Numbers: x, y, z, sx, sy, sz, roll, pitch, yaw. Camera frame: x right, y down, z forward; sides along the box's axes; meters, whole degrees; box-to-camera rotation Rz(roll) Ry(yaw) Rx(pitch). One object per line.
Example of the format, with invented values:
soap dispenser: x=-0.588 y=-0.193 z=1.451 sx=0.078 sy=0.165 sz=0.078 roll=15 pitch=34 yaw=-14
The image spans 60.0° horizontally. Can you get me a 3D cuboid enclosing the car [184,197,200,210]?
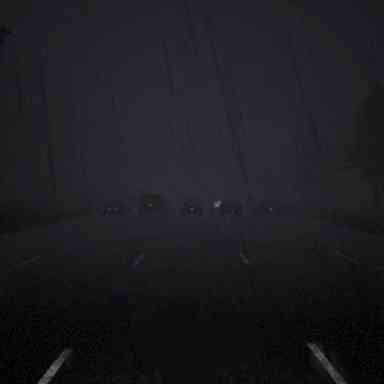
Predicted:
car: x=0.014 y=1.429 z=42.580 sx=1.837 sy=1.490 sz=4.892 roll=0 pitch=1 yaw=0

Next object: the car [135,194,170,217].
car: x=-3.498 y=1.167 z=30.531 sx=2.150 sy=2.045 sz=5.566 roll=0 pitch=0 yaw=0

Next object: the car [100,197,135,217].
car: x=-6.997 y=1.491 z=30.649 sx=2.033 sy=1.411 sz=5.357 roll=0 pitch=0 yaw=0

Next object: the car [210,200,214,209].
car: x=3.517 y=1.447 z=42.691 sx=1.812 sy=1.442 sz=4.674 roll=0 pitch=0 yaw=0

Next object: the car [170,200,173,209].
car: x=-3.486 y=1.486 z=42.558 sx=1.994 sy=1.385 sz=4.181 roll=0 pitch=0 yaw=0

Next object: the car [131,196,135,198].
car: x=-6.985 y=1.273 z=42.538 sx=2.097 sy=1.767 sz=4.553 roll=0 pitch=0 yaw=0

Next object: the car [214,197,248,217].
car: x=3.506 y=1.435 z=30.969 sx=2.128 sy=1.511 sz=4.902 roll=0 pitch=0 yaw=0

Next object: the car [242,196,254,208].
car: x=7.014 y=1.274 z=42.528 sx=2.097 sy=1.767 sz=4.553 roll=0 pitch=0 yaw=0

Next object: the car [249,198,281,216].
car: x=7.008 y=1.506 z=31.459 sx=1.994 sy=1.385 sz=4.181 roll=0 pitch=0 yaw=0

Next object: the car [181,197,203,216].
car: x=0.009 y=1.506 z=31.538 sx=1.994 sy=1.385 sz=4.181 roll=0 pitch=0 yaw=0
